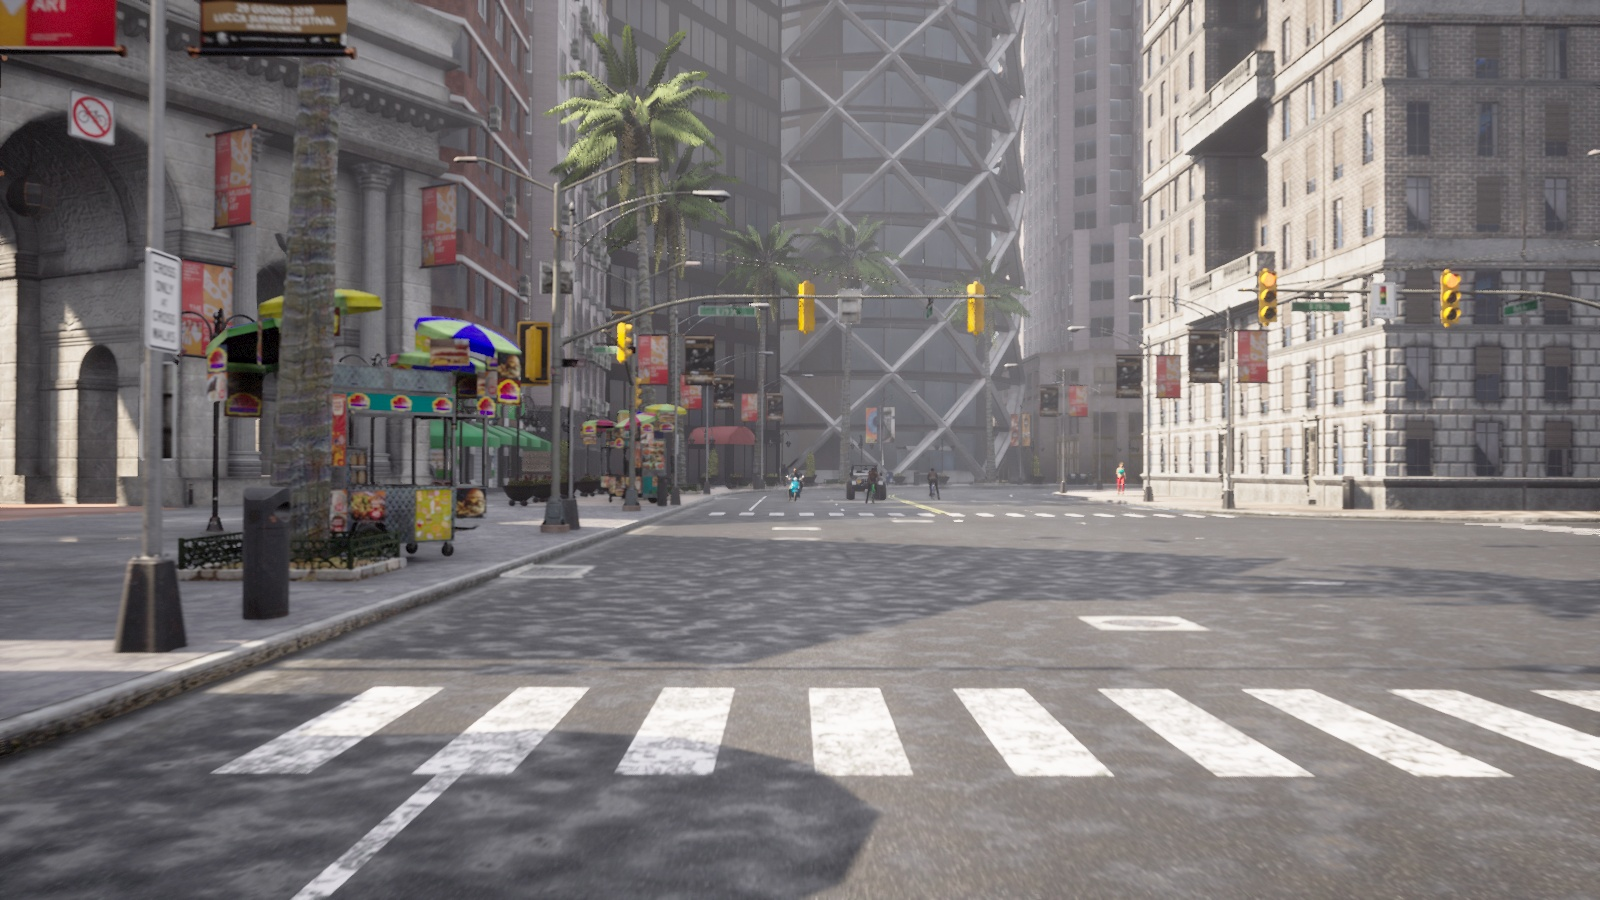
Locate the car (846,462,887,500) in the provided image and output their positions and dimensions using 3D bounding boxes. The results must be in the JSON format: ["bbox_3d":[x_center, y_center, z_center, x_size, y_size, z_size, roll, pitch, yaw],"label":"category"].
[{"bbox_3d":[3.351,1.544,63.893,1.905,1.878,3.866,0,-1,0],"label":"car"}]

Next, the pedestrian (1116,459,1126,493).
[{"bbox_3d":[17.254,1.405,67.498,0.345,1.836,0.594,0,-1,2],"label":"pedestrian"}]

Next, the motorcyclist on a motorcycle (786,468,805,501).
[{"bbox_3d":[-0.213,1.674,60.955,0.866,1.590,1.817,0,-1,0],"label":"motorcyclist on a motorcycle"}]
